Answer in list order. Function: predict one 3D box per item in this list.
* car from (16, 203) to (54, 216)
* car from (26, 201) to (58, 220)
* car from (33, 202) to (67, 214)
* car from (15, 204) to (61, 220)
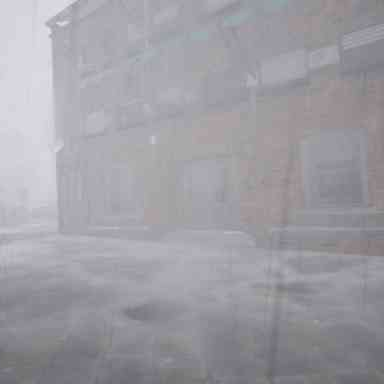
[{"bbox_3d":[-22.792,2.596,48.333,4.892,1.521,2.231,-4,1,24],"label":"car"},{"bbox_3d":[-14.785,1.954,35.957,5.566,2.045,2.435,-4,1,24],"label":"car"},{"bbox_3d":[-21.678,2.488,50.889,4.674,1.452,2.002,-4,2,24],"label":"car"},{"bbox_3d":[-19.927,2.550,43.383,2.033,1.411,5.357,-4,1,24],"label":"car"}]
